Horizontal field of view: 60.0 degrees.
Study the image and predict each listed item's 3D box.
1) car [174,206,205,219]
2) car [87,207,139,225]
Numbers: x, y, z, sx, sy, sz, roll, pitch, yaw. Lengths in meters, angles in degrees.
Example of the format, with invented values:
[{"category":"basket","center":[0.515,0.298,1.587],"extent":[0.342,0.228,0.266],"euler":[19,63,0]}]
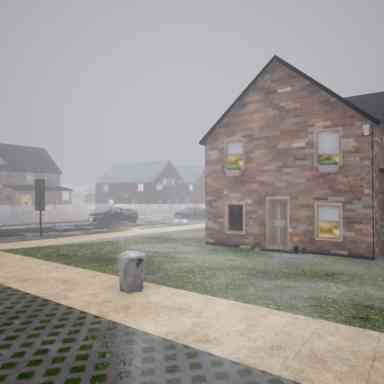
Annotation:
[{"category":"car","center":[0.183,2.371,38.653],"extent":[2.033,1.411,5.357],"euler":[-1,-2,35]},{"category":"car","center":[-6.738,2.013,28.801],"extent":[2.128,1.511,4.902],"euler":[0,-2,35]}]
